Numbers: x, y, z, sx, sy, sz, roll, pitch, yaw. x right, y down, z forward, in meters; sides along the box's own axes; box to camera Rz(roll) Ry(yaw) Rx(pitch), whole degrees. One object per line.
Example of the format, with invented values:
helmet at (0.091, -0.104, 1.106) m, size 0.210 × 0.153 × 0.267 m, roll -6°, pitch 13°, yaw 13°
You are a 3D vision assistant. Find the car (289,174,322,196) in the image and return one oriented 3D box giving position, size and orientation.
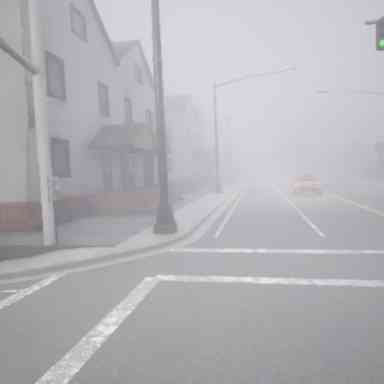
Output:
car at (9.244, -0.659, 27.300) m, size 2.097 × 1.767 × 4.553 m, roll -2°, pitch 3°, yaw 11°
